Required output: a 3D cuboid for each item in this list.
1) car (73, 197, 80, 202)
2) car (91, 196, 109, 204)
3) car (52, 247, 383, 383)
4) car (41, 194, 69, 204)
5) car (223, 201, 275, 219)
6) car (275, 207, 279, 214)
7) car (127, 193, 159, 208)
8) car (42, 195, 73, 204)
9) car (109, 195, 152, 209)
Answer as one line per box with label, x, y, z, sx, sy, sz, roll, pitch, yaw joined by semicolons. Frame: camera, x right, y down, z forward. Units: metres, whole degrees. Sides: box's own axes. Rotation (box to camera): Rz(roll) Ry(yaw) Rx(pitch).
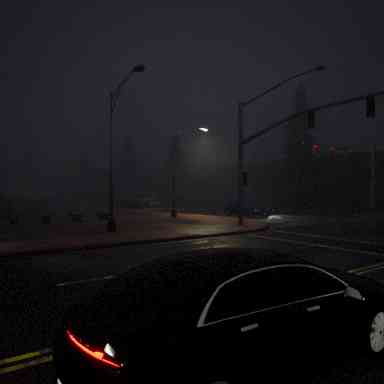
car;-21.148;1.196;55.773;5.008;1.535;1.882;0;0;16
car;-16.283;1.478;61.331;5.008;1.535;1.882;0;0;21
car;0.813;1.505;4.378;4.892;1.490;1.837;0;0;-35
car;-26.243;1.352;63.797;4.553;1.767;2.097;0;0;9
car;4.708;1.526;29.582;1.812;1.442;4.674;0;0;-37
car;6.523;1.564;32.997;1.994;1.385;4.181;0;0;-37
car;-7.342;1.224;48.528;5.566;2.045;2.150;0;0;36
car;-22.129;1.194;52.413;5.357;1.411;2.033;0;0;16
car;-8.359;1.547;44.918;5.357;1.411;2.033;0;0;38
